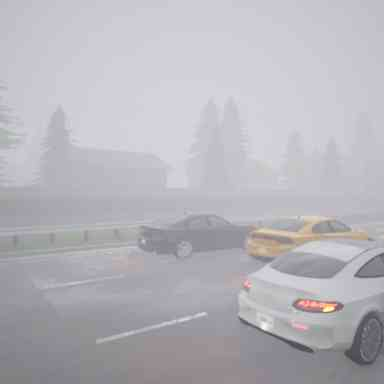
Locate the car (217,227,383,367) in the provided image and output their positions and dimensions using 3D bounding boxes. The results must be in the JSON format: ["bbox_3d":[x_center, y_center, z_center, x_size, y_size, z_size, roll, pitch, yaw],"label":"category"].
[{"bbox_3d":[2.856,1.553,5.793,4.674,1.442,1.812,0,0,-35],"label":"car"}]

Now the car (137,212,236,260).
[{"bbox_3d":[0.385,1.515,12.615,5.008,1.535,1.882,0,0,-35],"label":"car"}]

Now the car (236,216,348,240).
[{"bbox_3d":[4.030,1.524,10.914,5.008,1.535,1.882,0,0,-35],"label":"car"}]
